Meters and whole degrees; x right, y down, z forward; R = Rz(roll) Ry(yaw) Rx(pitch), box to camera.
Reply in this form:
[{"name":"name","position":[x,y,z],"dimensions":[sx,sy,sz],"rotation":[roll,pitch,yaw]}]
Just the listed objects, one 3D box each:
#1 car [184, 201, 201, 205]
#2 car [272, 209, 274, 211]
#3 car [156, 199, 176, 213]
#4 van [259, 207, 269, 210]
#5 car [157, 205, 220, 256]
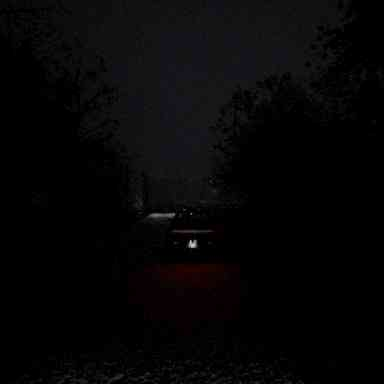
[{"name":"car","position":[0.042,1.517,28.776],"dimensions":[1.812,1.442,4.674],"rotation":[0,0,1]},{"name":"car","position":[17.546,4.198,71.352],"dimensions":[2.435,2.045,5.566],"rotation":[0,0,-18]},{"name":"car","position":[-2.814,1.466,36.691],"dimensions":[1.882,1.535,5.008],"rotation":[0,0,0]},{"name":"van","position":[14.534,4.224,71.577],"dimensions":[1.878,1.987,4.442],"rotation":[0,0,-18]},{"name":"car","position":[0.039,1.488,13.075],"dimensions":[2.128,1.511,4.902],"rotation":[0,0,1]}]
